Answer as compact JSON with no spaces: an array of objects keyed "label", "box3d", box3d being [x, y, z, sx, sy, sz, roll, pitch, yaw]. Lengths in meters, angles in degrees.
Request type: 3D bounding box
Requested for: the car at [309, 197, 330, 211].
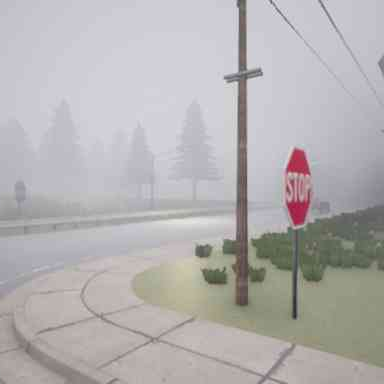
[{"label":"car","box3d":[14.035,1.317,37.466,2.097,1.767,4.553,0,0,37]}]
